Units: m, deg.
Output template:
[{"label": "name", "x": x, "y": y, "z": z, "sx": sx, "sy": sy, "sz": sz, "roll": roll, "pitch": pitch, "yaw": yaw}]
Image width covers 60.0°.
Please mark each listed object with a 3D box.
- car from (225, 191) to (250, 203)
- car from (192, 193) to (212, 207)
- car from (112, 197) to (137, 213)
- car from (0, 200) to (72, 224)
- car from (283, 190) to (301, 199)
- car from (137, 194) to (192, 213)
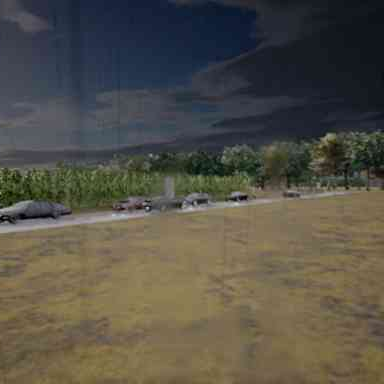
[{"label": "car", "x": 6.587, "y": 0.665, "z": 47.871, "sx": 1.882, "sy": 1.535, "sz": 5.008, "roll": 0, "pitch": 1, "yaw": 36}, {"label": "car", "x": 0.507, "y": 0.885, "z": 39.323, "sx": 1.837, "sy": 1.490, "sz": 4.892, "roll": 0, "pitch": 1, "yaw": 36}, {"label": "car", "x": -5.375, "y": 1.134, "z": 31.023, "sx": 1.994, "sy": 1.385, "sz": 4.181, "roll": 0, "pitch": 1, "yaw": 34}, {"label": "car", "x": -11.015, "y": 1.302, "z": 22.950, "sx": 2.033, "sy": 1.411, "sz": 5.357, "roll": 0, "pitch": 1, "yaw": 34}, {"label": "car", "x": 17.579, "y": 0.385, "z": 58.404, "sx": 1.882, "sy": 1.535, "sz": 5.008, "roll": 0, "pitch": 1, "yaw": 35}, {"label": "car", "x": -2.379, "y": 1.054, "z": 30.152, "sx": 1.837, "sy": 1.490, "sz": 4.892, "roll": 0, "pitch": 1, "yaw": 35}]
